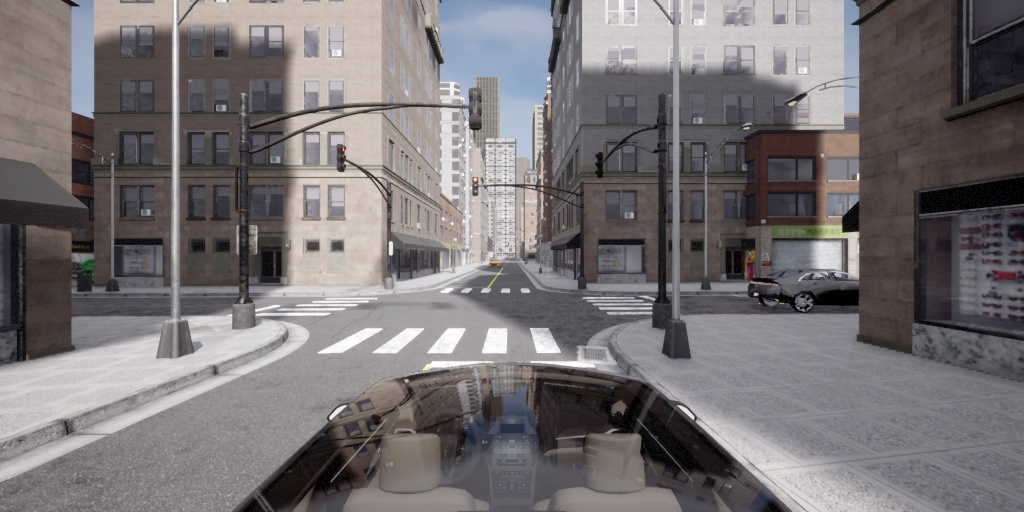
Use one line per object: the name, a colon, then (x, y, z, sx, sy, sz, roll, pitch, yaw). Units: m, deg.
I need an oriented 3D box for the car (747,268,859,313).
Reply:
car: (11.427, 1.209, 13.225, 4.902, 1.511, 2.128, 0, 0, 0)

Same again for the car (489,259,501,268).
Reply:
car: (-2.998, 1.207, 62.908, 1.882, 1.535, 5.008, 0, 0, 0)
